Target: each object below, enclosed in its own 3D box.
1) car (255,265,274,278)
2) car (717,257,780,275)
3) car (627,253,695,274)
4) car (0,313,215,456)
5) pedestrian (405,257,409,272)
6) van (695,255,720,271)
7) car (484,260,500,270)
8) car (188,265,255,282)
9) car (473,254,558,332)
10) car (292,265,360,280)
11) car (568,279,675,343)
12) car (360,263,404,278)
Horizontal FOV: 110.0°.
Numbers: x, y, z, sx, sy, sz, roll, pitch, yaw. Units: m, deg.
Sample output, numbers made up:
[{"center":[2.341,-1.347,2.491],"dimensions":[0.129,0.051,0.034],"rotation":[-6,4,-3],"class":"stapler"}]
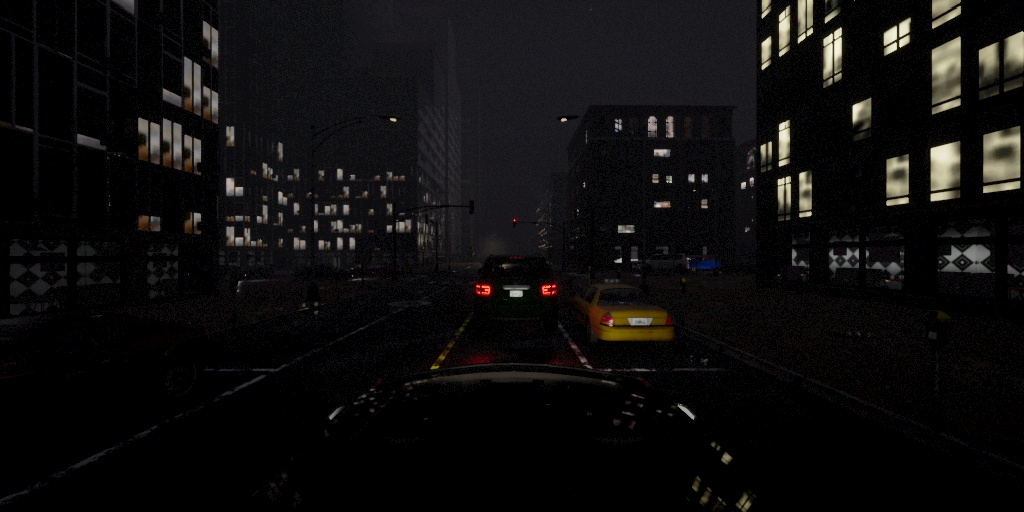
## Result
[{"center":[-28.439,1.648,39.096],"dimensions":[4.403,1.370,2.007],"rotation":[0,0,-1],"class":"car"},{"center":[21.057,1.019,31.878],"dimensions":[4.507,1.381,1.888],"rotation":[0,0,-1],"class":"car"},{"center":[15.398,0.755,37.228],"dimensions":[5.566,2.045,2.150],"rotation":[-1,0,-1],"class":"car"},{"center":[-5.317,1.332,3.738],"dimensions":[1.802,1.307,4.207],"rotation":[0,0,0],"class":"car"},{"center":[-12.390,1.020,42.297],"dimensions":[0.375,1.860,0.375],"rotation":[0,1,-1],"class":"pedestrian"},{"center":[20.941,0.799,39.758],"dimensions":[3.998,1.789,1.690],"rotation":[0,0,-1],"class":"van"},{"center":[-2.899,1.299,53.063],"dimensions":[2.033,1.411,5.357],"rotation":[0,0,0],"class":"car"},{"center":[-27.536,1.602,33.726],"dimensions":[4.892,1.490,1.837],"rotation":[-1,0,-1],"class":"car"},{"center":[0.090,0.971,11.028],"dimensions":[2.150,2.045,5.566],"rotation":[0,0,0],"class":"car"},{"center":[-17.721,1.514,33.861],"dimensions":[5.357,1.411,2.033],"rotation":[-1,0,-1],"class":"car"},{"center":[2.558,1.275,9.475],"dimensions":[1.751,1.417,4.829],"rotation":[0,0,0],"class":"car"},{"center":[-13.823,1.457,36.475],"dimensions":[5.357,1.411,2.033],"rotation":[-1,0,4],"class":"car"}]
